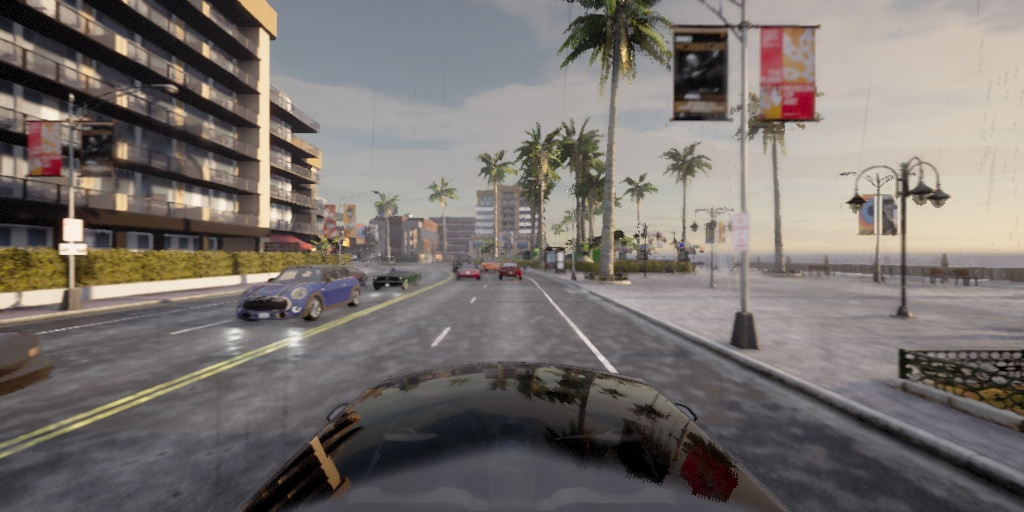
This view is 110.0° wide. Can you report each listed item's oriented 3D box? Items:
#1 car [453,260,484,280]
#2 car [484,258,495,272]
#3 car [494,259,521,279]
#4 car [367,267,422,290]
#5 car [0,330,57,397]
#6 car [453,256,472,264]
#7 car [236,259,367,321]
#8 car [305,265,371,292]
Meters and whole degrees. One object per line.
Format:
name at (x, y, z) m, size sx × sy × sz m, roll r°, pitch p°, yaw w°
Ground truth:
car at (-3.707, 1.314, 31.109) m, size 1.994 × 1.385 × 4.181 m, roll 0°, pitch 0°, yaw -4°
car at (-2.797, 1.101, 46.089) m, size 2.097 × 1.767 × 4.553 m, roll 0°, pitch 0°, yaw -15°
car at (-0.293, 1.227, 32.077) m, size 1.882 × 1.535 × 5.008 m, roll 0°, pitch 0°, yaw -5°
car at (-7.145, 1.352, 22.710) m, size 1.895 × 1.301 × 4.718 m, roll 0°, pitch 0°, yaw -1°
car at (-7.099, 1.300, 2.373) m, size 2.033 × 1.411 × 5.357 m, roll 0°, pitch 0°, yaw 0°
car at (-6.228, 0.974, 45.488) m, size 2.150 × 2.045 × 5.566 m, roll 0°, pitch 0°, yaw -15°
car at (-7.095, 1.104, 12.467) m, size 2.097 × 1.767 × 4.553 m, roll 0°, pitch 0°, yaw -1°
car at (-10.498, 1.325, 22.049) m, size 1.994 × 1.385 × 4.181 m, roll 0°, pitch 0°, yaw 0°
